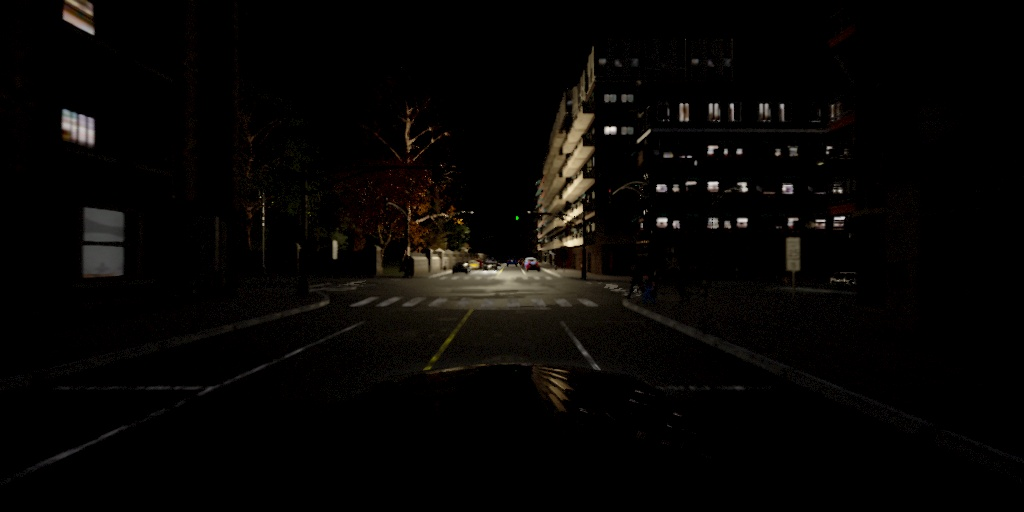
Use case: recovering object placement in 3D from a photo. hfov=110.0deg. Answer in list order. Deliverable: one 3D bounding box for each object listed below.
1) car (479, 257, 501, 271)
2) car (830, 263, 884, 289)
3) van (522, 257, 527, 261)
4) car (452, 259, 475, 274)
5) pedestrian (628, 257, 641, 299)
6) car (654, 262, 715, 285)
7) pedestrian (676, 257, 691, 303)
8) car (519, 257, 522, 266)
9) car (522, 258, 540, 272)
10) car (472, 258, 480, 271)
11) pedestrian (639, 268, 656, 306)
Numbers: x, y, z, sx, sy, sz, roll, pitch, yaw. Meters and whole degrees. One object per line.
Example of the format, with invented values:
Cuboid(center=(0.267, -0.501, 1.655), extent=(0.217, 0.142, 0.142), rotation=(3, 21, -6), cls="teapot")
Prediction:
Cuboid(center=(-3.056, 1.292, 51.784), extent=(2.128, 1.511, 4.902), rotation=(0, 0, 0), cls="car")
Cuboid(center=(26.574, 1.501, 26.101), extent=(5.566, 2.045, 2.150), rotation=(1, 0, 1), cls="car")
Cuboid(center=(2.693, 1.142, 52.171), extent=(1.690, 1.789, 3.998), rotation=(0, 0, 0), cls="van")
Cuboid(center=(-5.688, 1.350, 40.911), extent=(1.948, 1.339, 4.313), rotation=(0, 0, 0), cls="car")
Cuboid(center=(5.089, 0.896, 14.584), extent=(0.375, 1.860, 0.375), rotation=(0, 0, 0), cls="pedestrian")
Cuboid(center=(13.451, 1.366, 28.569), extent=(5.009, 1.841, 2.192), rotation=(0, 0, -1), cls="car")
Cuboid(center=(6.669, 0.899, 13.984), extent=(0.375, 1.860, 0.375), rotation=(0, 0, 0), cls="pedestrian")
Cuboid(center=(2.693, 1.261, 63.432), extent=(1.967, 1.591, 4.097), rotation=(0, 0, 0), cls="car")
Cuboid(center=(2.692, 1.337, 46.541), extent=(1.888, 1.381, 4.507), rotation=(0, 0, 0), cls="car")
Cuboid(center=(-5.688, 1.326, 52.002), extent=(1.751, 1.417, 4.829), rotation=(0, 0, 0), cls="car")
Cuboid(center=(5.104, 1.176, 13.382), extent=(0.375, 1.300, 0.375), rotation=(0, 0, 0), cls="pedestrian")
